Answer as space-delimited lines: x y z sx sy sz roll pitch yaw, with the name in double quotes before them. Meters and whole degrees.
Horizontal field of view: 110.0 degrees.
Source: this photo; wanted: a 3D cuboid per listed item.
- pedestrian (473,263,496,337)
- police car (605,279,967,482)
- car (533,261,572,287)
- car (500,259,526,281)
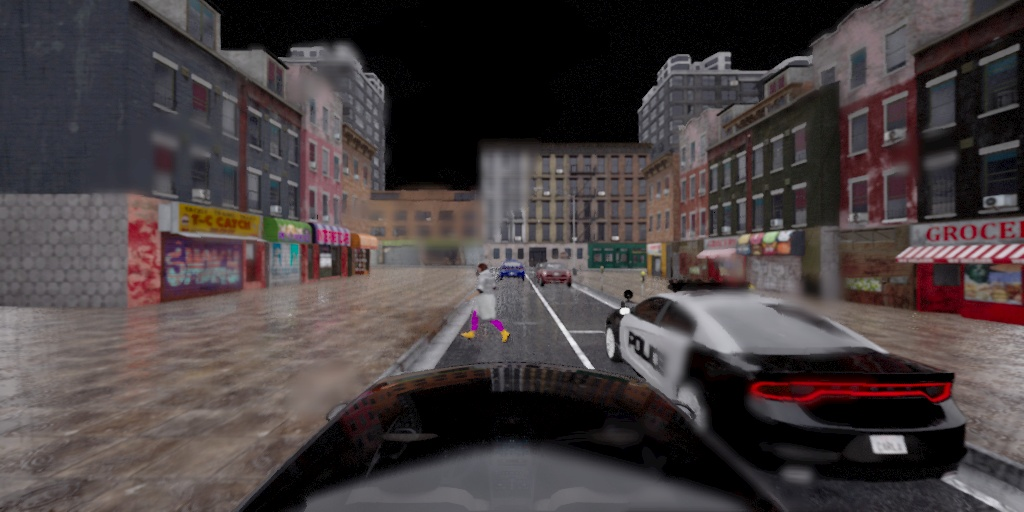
"pedestrian" -0.622 1.011 8.221 0.375 1.860 0.375 0 0 0
"police car" 2.750 1.158 5.205 1.930 1.638 5.238 0 0 0
"car" 2.636 1.087 23.183 1.967 1.591 4.097 0 0 0
"car" 0.059 1.101 28.305 1.882 1.535 5.008 0 0 0
